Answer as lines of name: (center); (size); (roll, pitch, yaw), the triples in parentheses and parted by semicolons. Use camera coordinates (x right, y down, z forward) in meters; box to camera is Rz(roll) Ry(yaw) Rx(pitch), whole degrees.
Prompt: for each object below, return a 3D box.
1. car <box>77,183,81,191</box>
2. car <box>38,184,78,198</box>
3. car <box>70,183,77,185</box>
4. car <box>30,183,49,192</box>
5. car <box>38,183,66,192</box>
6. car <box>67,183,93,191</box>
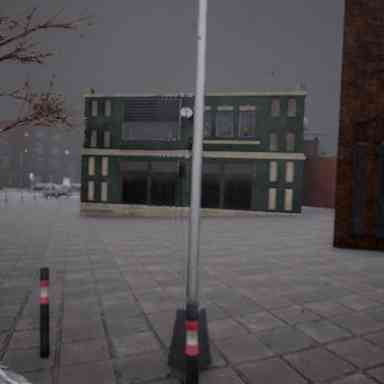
car: (-25.357, -1.101, 69.900); (4.553, 1.767, 2.185); (3, 2, 20)
car: (-19.472, -0.003, 48.454); (2.128, 1.511, 4.902); (3, 2, 16)
car: (-26.328, -0.873, 67.324); (4.674, 1.452, 2.002); (3, 2, 20)
car: (-28.171, -0.915, 62.120); (4.553, 1.767, 2.185); (3, 2, 20)
car: (-27.271, -0.850, 64.734); (5.008, 1.535, 2.097); (3, 2, 20)
car: (-24.457, -1.042, 72.514); (4.892, 1.521, 2.231); (3, 2, 20)
